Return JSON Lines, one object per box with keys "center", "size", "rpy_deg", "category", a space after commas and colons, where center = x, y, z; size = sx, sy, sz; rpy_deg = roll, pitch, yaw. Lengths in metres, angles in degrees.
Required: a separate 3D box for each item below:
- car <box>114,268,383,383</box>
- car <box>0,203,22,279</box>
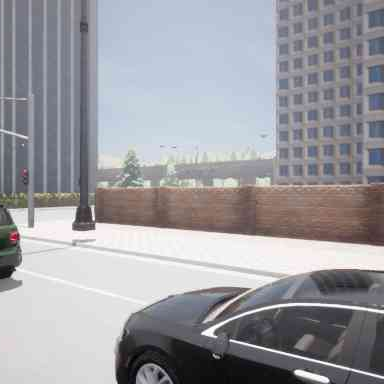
{"center": [1.377, 1.505, 3.009], "size": [4.892, 1.490, 1.837], "rpy_deg": [0, 0, 35], "category": "car"}
{"center": [-6.706, 1.221, 8.745], "size": [5.566, 2.045, 2.150], "rpy_deg": [0, 0, 35], "category": "car"}
